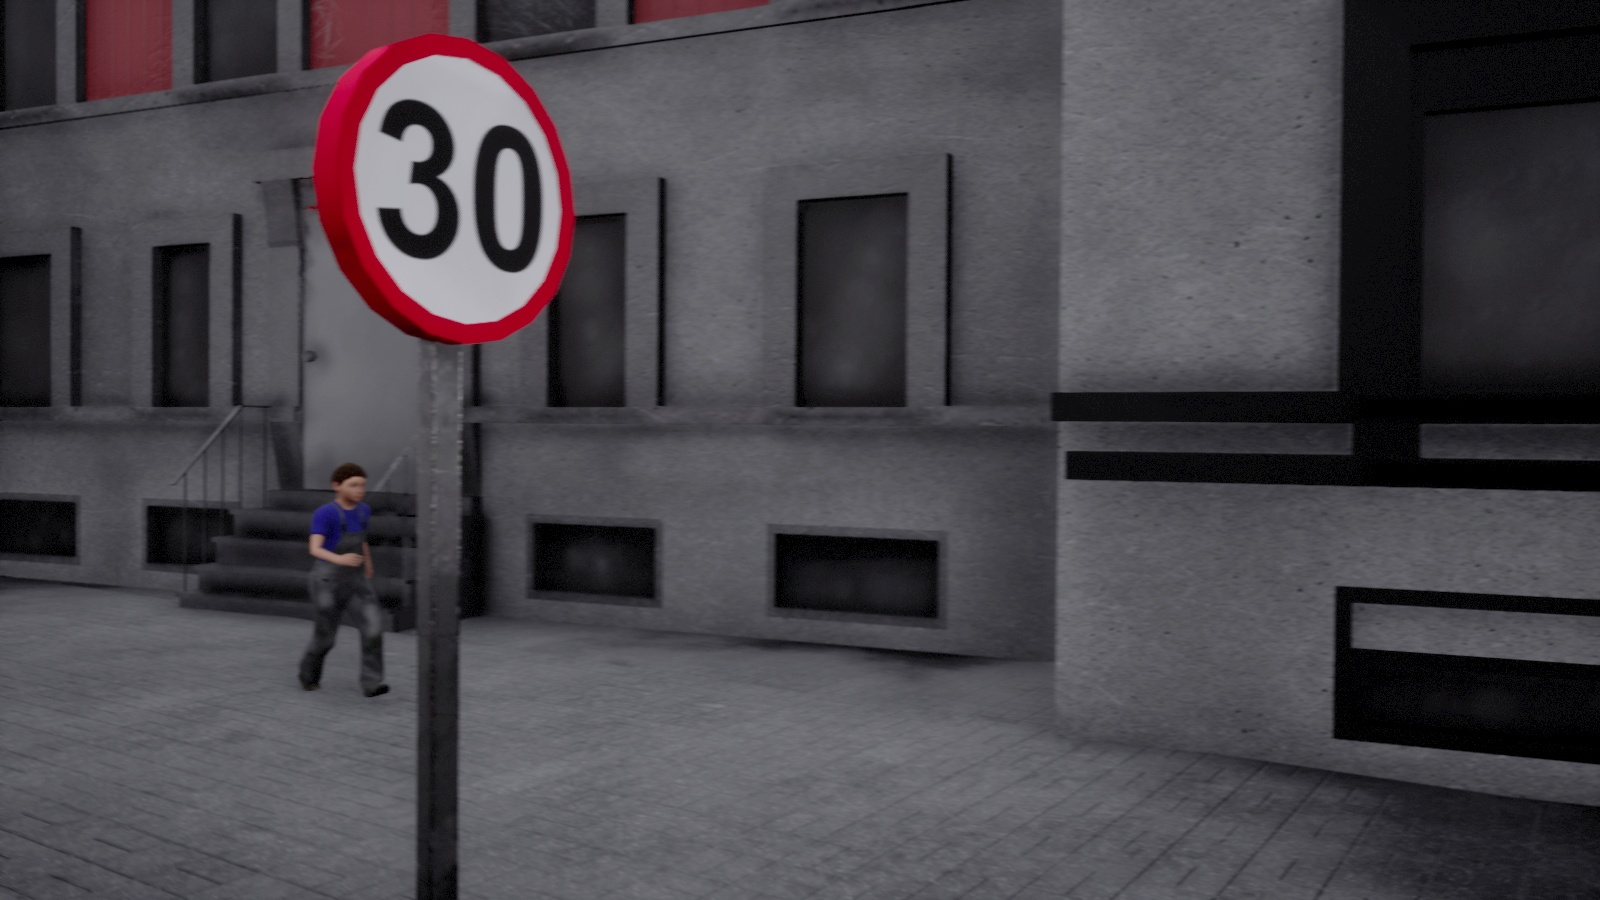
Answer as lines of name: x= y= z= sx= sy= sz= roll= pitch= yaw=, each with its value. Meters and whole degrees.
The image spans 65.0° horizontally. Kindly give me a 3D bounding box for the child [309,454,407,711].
child: x=-2.264 y=0.654 z=6.433 sx=0.437 sy=1.263 sz=0.270 roll=0 pitch=1 yaw=39
